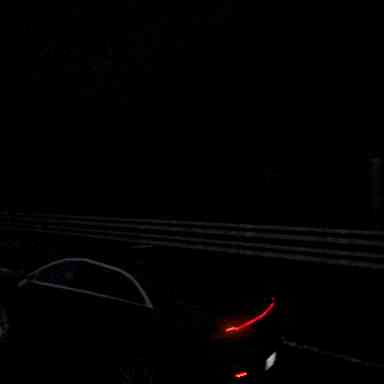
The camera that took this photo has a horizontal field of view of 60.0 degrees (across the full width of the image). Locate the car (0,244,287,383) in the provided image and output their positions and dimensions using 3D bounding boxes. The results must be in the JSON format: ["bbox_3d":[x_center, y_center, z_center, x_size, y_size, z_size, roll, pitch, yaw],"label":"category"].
[{"bbox_3d":[-1.159,1.526,4.820,4.902,1.511,2.128,-1,0,36],"label":"car"}]
